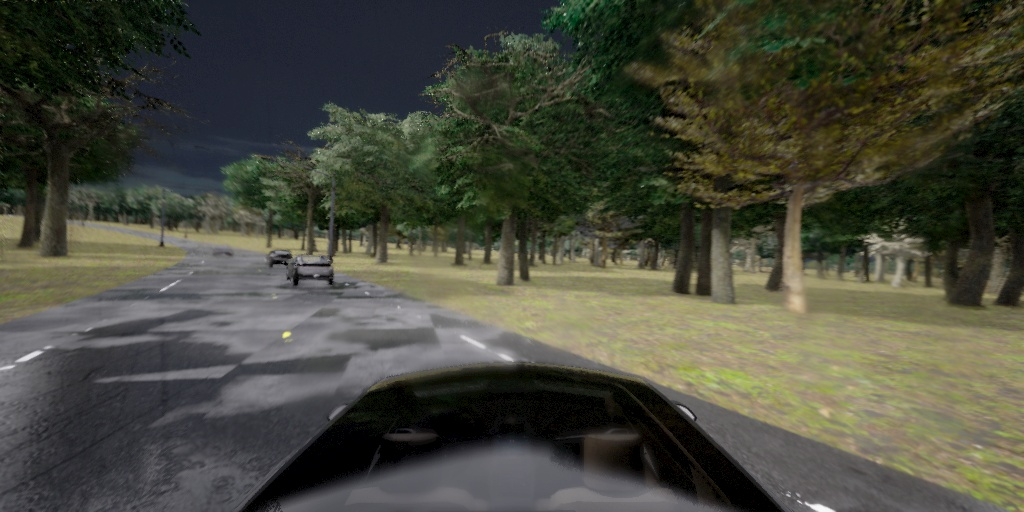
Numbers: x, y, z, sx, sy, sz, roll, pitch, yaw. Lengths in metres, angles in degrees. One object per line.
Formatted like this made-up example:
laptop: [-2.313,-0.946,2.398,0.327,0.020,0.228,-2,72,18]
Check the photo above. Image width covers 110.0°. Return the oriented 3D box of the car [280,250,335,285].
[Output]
car: [-10.950,0.692,19.412,2.128,1.511,4.902,3,0,-37]

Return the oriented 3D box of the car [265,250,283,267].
car: [-20.705,0.178,32.000,1.837,1.490,4.892,3,1,-39]

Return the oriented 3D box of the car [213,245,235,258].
car: [-34.373,-0.554,42.766,2.033,1.411,5.357,3,0,-41]
